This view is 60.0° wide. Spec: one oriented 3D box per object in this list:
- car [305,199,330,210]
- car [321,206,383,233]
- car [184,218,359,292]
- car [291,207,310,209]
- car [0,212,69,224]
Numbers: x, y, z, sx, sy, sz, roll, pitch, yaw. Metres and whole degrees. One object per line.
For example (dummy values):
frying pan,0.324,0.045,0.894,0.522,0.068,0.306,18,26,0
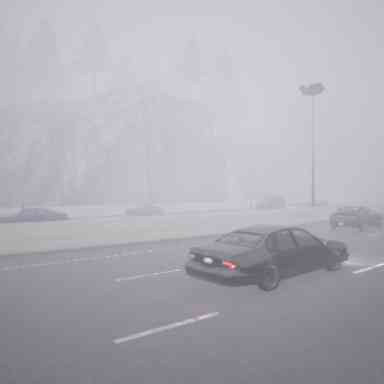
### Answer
car,19.035,1.854,50.248,1.882,1.535,5.008,-1,-1,41
car,10.479,1.631,20.984,4.902,1.511,2.128,0,-1,-42
car,2.299,1.629,9.257,5.357,1.411,2.033,0,-1,-39
car,11.744,1.819,37.069,4.674,1.442,1.812,1,-1,-45
car,-10.826,1.789,22.157,5.008,1.535,1.882,0,-1,-37
